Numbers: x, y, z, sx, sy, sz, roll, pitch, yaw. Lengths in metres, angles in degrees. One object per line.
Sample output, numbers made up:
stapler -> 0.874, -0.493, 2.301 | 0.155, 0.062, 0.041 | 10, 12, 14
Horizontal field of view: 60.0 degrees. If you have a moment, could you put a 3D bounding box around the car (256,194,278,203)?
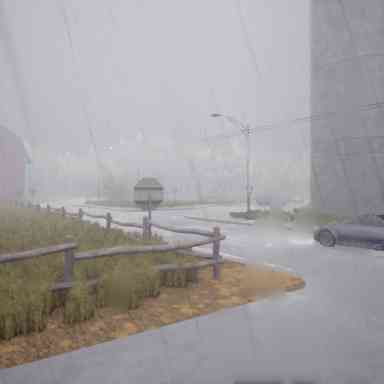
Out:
car -> 16.494, 1.309, 73.110 | 1.932, 1.855, 4.605 | 0, 0, -36

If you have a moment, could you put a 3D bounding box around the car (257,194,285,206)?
car -> 12.965, 1.479, 54.145 | 2.242, 1.667, 4.611 | 0, 0, -36

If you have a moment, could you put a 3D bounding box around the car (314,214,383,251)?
car -> 6.976, 1.563, 13.046 | 1.994, 1.385, 4.181 | 0, 0, -35
